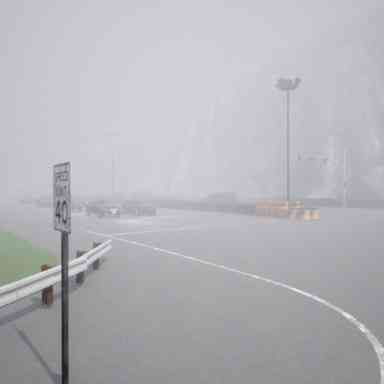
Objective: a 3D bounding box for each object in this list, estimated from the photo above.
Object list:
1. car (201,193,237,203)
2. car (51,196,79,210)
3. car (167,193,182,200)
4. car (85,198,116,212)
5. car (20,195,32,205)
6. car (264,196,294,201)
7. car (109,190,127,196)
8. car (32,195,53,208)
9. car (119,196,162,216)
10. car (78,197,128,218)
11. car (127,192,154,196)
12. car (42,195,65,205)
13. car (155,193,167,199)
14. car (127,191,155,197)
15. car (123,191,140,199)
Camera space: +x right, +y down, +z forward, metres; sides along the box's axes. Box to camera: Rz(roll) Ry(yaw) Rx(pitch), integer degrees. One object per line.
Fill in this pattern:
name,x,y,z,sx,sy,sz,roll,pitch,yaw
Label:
car,3.476,1.099,43.783,2.150,2.045,5.566,0,0,-38
car,-13.770,1.491,37.093,1.895,1.301,4.718,0,0,-38
car,-4.175,0.966,70.526,2.097,1.767,4.553,0,1,-38
car,-10.708,1.449,38.857,1.994,1.385,4.181,0,0,-38
car,-25.715,1.213,52.424,1.812,1.442,4.674,0,1,-37
car,12.721,1.355,49.016,2.128,1.511,4.902,0,0,-38
car,-16.870,0.661,75.295,2.150,2.045,5.566,0,1,-38
car,-19.485,1.318,44.406,1.837,1.490,4.892,0,1,-38
car,-5.229,1.430,31.898,1.837,1.490,4.892,0,0,-38
car,-8.044,1.424,29.816,2.128,1.511,4.902,0,0,-38
car,-9.303,1.210,60.105,1.837,1.490,4.892,0,1,-38
car,-22.497,1.237,53.983,2.033,1.411,5.357,0,1,-38
car,-7.921,0.951,69.536,2.097,1.767,4.553,0,1,-38
car,-10.379,0.831,67.162,2.150,2.045,5.566,0,1,-38
car,-14.086,0.741,77.416,2.097,1.767,4.553,0,1,-38
